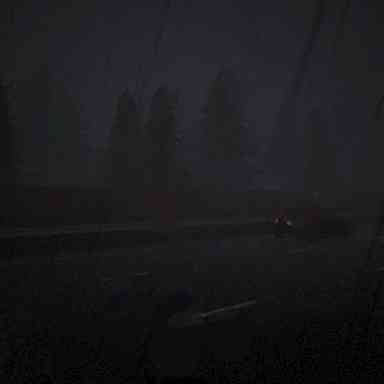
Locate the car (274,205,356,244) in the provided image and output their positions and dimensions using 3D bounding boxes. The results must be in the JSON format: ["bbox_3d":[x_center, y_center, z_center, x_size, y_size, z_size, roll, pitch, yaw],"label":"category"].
[{"bbox_3d":[6.281,1.514,16.835,4.553,1.767,2.097,1,0,-36],"label":"car"}]
